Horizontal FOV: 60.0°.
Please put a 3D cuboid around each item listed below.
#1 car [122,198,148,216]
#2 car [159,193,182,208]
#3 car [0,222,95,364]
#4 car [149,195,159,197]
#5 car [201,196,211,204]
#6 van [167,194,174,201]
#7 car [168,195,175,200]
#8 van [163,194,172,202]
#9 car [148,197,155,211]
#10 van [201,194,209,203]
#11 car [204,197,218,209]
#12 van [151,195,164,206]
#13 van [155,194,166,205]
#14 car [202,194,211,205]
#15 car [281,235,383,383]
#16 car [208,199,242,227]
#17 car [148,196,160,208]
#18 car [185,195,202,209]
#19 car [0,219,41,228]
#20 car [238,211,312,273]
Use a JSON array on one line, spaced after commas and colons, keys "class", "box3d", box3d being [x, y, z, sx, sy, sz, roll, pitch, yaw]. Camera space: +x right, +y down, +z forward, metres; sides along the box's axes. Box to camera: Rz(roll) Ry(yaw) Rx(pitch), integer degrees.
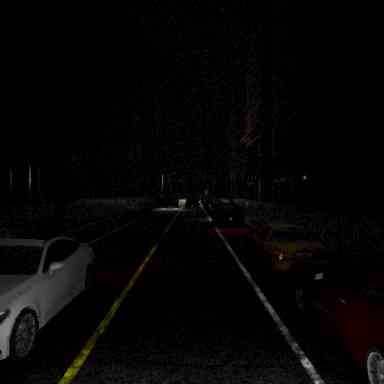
[{"class": "car", "box3d": [-5.763, 1.534, 32.847, 1.752, 1.417, 4.829, 0, 0, 0]}, {"class": "car", "box3d": [-3.072, 1.244, 48.809, 2.150, 2.045, 5.566, 0, 0, 0]}, {"class": "car", "box3d": [-3.101, 1.526, 5.975, 1.812, 1.442, 4.674, 0, 0, 0]}, {"class": "car", "box3d": [-5.763, 1.334, 50.049, 2.192, 1.841, 5.009, 0, 0, 0]}, {"class": "car", "box3d": [2.763, 1.576, 67.091, 1.887, 1.381, 4.507, 0, 0, 0]}, {"class": "van", "box3d": [-5.762, 1.393, 89.792, 1.690, 1.788, 3.998, 0, 0, 0]}, {"class": "car", "box3d": [-5.762, 1.583, 95.299, 1.752, 1.417, 4.829, 0, 0, 0]}, {"class": "van", "box3d": [-5.763, 1.382, 78.437, 1.690, 1.788, 3.998, 0, 0, 0]}, {"class": "car", "box3d": [-5.763, 1.594, 38.695, 1.802, 1.307, 4.206, 0, 0, 0]}, {"class": "van", "box3d": [2.762, 1.377, 72.769, 1.690, 1.788, 3.998, 0, 0, 0]}, {"class": "car", "box3d": [2.762, 1.564, 38.703, 2.008, 1.369, 4.403, 0, 0, 0]}, {"class": "van", "box3d": [-5.763, 1.364, 55.727, 1.690, 1.788, 3.998, 0, 0, 0]}, {"class": "van", "box3d": [-5.763, 1.368, 61.405, 1.690, 1.788, 3.998, 0, 0, 0]}, {"class": "car", "box3d": [2.762, 1.456, 44.380, 1.967, 1.590, 4.097, 0, 0, 0]}, {"class": "car", "box3d": [2.762, 1.583, 4.637, 1.802, 1.307, 4.206, 0, 0, 0]}, {"class": "car", "box3d": [2.361, 1.483, 22.726, 1.882, 1.535, 5.008, 0, 0, 0]}, {"class": "car", "box3d": [-5.763, 1.597, 44.372, 1.802, 1.307, 4.206, 0, 0, 0]}, {"class": "car", "box3d": [0.041, 1.523, 46.472, 1.837, 1.490, 4.892, 0, 0, 1]}, {"class": "car", "box3d": [-5.763, 1.552, 10.308, 2.008, 1.369, 4.403, 0, 0, 0]}, {"class": "car", "box3d": [2.762, 1.527, 10.485, 1.752, 1.417, 4.829, 0, 0, 0]}]
